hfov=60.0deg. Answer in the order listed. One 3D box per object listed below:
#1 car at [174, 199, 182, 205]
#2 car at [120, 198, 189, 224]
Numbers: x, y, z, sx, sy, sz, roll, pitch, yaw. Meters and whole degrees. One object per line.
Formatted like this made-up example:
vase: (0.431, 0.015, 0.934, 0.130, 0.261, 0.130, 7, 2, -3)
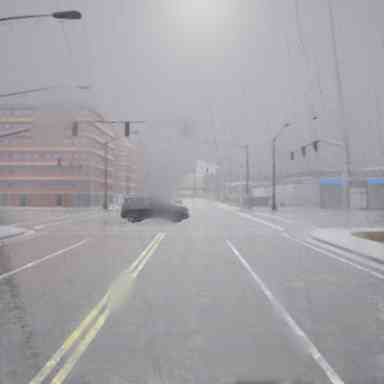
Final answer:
car: (-3.486, 2.523, 83.169, 1.895, 1.301, 4.718, 0, -1, 0)
car: (-3.045, 1.481, 27.243, 5.566, 2.045, 2.150, 0, -1, 4)
